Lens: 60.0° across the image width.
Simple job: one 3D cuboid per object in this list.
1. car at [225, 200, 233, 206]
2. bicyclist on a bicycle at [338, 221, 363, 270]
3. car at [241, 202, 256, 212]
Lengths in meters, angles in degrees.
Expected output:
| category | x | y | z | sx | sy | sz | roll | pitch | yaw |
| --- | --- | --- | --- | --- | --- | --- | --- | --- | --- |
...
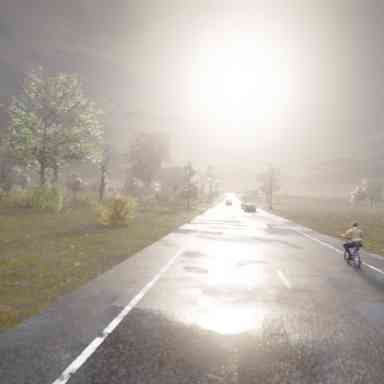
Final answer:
| category | x | y | z | sx | sy | sz | roll | pitch | yaw |
| --- | --- | --- | --- | --- | --- | --- | --- | --- | --- |
| car | 9.926 | 2.848 | 89.808 | 2.097 | 1.767 | 4.553 | 2 | -1 | 6 |
| bicyclist on a bicycle | 5.656 | 1.829 | 11.727 | 0.866 | 1.612 | 1.509 | 2 | -1 | 6 |
| car | 9.746 | 2.662 | 56.110 | 1.994 | 1.385 | 4.181 | 2 | -1 | 6 |
